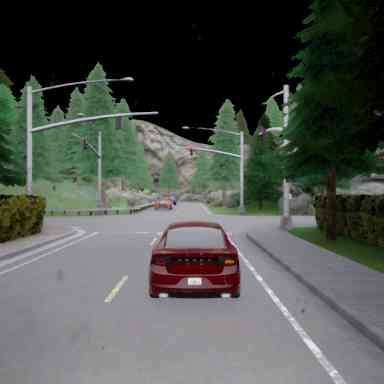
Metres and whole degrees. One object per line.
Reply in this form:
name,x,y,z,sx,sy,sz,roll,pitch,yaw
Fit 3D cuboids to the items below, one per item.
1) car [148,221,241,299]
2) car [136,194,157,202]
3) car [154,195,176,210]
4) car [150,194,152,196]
car,0.068,1.478,8.538,1.882,1.535,5.008,0,0,0
car,-11.003,1.355,79.677,4.553,1.767,2.097,0,0,24
car,-3.589,1.352,42.640,2.097,1.767,4.553,0,0,0
car,-6.685,1.477,71.481,1.882,1.535,5.008,0,0,-35
